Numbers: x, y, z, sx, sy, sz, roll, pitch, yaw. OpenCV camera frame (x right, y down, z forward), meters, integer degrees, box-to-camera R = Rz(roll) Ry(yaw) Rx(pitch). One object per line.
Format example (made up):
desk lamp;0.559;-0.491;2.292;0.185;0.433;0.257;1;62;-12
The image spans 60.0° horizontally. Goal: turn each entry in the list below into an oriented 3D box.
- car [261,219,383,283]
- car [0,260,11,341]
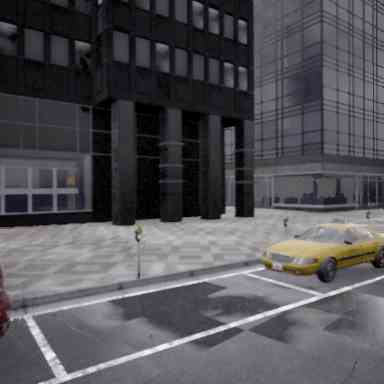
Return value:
car;4.060;1.490;9.549;4.829;1.417;1.752;0;0;-36
car;-4.637;1.324;3.345;5.009;1.841;2.192;0;0;-36
